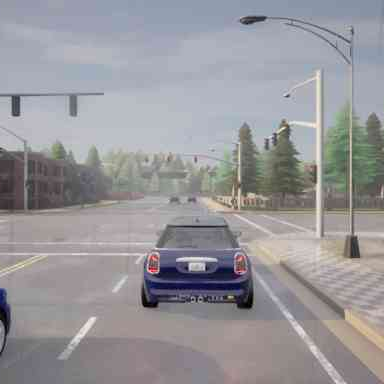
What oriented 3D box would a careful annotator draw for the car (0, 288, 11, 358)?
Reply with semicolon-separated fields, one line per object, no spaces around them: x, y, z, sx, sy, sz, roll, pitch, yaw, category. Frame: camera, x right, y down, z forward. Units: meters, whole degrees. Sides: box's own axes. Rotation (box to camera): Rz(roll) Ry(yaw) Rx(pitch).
-3.442;1.478;2.604;1.882;1.535;5.008;0;0;0;car

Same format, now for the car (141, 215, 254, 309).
0.154;1.352;8.060;2.097;1.767;4.553;0;0;2;car

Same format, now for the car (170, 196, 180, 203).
-3.503;1.505;68.348;1.837;1.490;4.892;0;0;0;car

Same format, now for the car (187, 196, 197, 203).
-0.003;1.505;68.348;1.837;1.490;4.892;0;0;0;car
